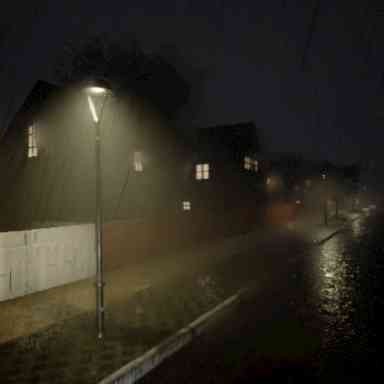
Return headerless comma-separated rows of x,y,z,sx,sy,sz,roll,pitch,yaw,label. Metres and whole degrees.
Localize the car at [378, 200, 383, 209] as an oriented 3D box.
31.816,2.069,54.941,1.812,1.442,4.674,-1,-1,31,car
